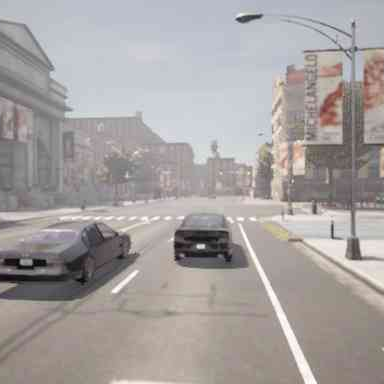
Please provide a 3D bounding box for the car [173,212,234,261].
[{"bbox_3d":[0.523,1.473,12.324,1.882,1.535,5.008,0,0,6],"label":"car"}]

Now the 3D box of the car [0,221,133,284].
[{"bbox_3d":[-3.286,1.545,9.602,2.033,1.411,5.357,0,0,6],"label":"car"}]
